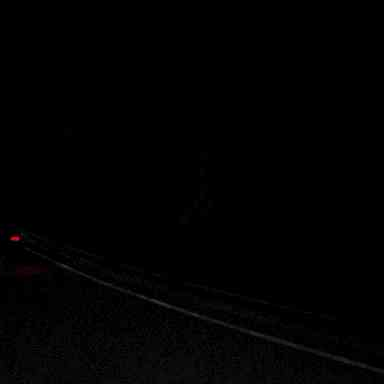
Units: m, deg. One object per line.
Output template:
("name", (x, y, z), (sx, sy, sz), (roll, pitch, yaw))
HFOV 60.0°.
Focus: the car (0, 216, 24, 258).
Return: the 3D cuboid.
("car", (-7.489, 1.473, 11.619), (2.033, 1.411, 5.357), (0, 0, -41))
